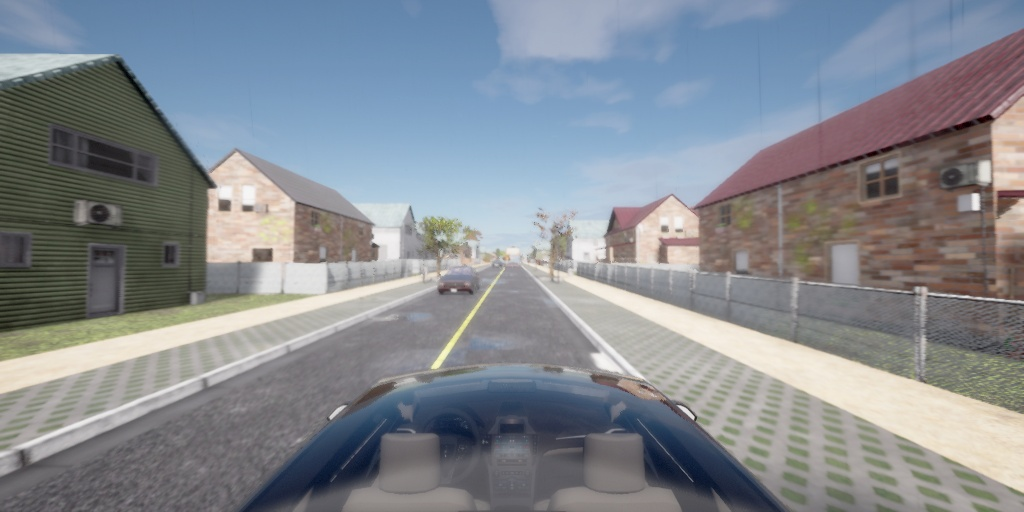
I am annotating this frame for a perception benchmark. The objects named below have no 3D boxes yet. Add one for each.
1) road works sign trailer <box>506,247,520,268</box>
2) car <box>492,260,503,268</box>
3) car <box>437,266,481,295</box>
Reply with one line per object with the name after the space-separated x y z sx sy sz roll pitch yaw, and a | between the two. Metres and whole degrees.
0.088 0.282 61.184 2.380 3.560 2.880 0 0 0 | road works sign trailer
-2.668 1.440 64.964 1.812 1.442 4.674 0 0 0 | car
-2.814 1.295 20.128 2.033 1.411 5.357 0 0 0 | car
